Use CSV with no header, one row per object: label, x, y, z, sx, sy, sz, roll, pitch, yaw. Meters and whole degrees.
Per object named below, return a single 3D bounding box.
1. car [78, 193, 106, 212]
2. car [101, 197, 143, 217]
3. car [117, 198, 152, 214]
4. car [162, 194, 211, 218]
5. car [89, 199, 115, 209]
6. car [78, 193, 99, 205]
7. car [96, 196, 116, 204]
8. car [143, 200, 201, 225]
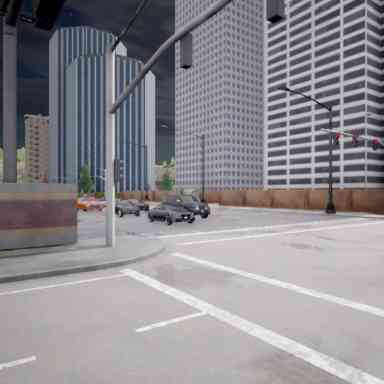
car,-12.189,1.352,39.315,2.097,1.767,4.553,0,0,-35
car,-6.541,1.505,31.303,1.837,1.490,4.892,0,0,-35
car,-6.508,1.478,37.327,1.882,1.535,5.008,0,0,-35
car,-0.715,1.221,29.123,2.150,2.045,5.566,0,0,-35
car,-12.436,1.601,45.754,1.895,1.301,4.718,0,0,-35
car,-19.256,1.222,61.786,2.150,2.045,5.566,0,0,-35
car,-16.667,1.547,64.169,2.033,1.411,5.357,0,0,-34
car,-1.563,1.564,24.257,1.994,1.385,4.181,0,0,-35
